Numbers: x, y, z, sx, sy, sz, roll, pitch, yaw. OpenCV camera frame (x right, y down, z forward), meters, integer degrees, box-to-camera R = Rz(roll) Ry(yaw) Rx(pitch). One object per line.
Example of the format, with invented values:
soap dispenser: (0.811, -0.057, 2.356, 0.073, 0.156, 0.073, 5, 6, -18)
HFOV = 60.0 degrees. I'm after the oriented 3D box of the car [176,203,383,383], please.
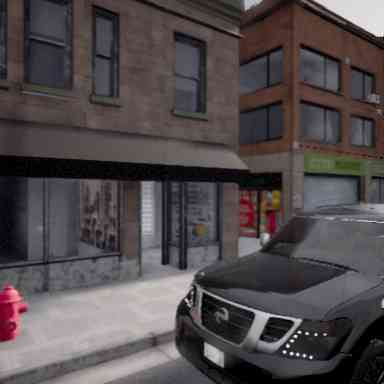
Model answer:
car: (2.462, 1.221, 4.821, 5.566, 2.045, 2.150, 0, 0, -35)
